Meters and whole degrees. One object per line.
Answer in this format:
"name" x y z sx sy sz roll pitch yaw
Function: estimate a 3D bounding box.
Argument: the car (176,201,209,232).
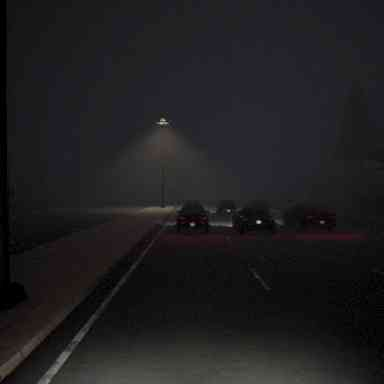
"car" 0.050 1.525 19.928 1.812 1.442 4.674 0 0 1

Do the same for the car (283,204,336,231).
"car" 7.053 1.477 20.430 1.882 1.535 5.008 0 0 0

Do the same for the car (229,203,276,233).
"car" 3.548 1.565 19.563 1.994 1.385 4.181 0 0 1

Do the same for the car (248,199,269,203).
"car" 7.052 1.477 35.310 1.882 1.535 5.008 0 0 0

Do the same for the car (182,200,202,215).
"car" 0.047 1.565 34.499 1.994 1.385 4.181 0 0 1

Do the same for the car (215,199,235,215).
"car" 3.544 1.506 34.269 1.837 1.490 4.892 0 0 1
